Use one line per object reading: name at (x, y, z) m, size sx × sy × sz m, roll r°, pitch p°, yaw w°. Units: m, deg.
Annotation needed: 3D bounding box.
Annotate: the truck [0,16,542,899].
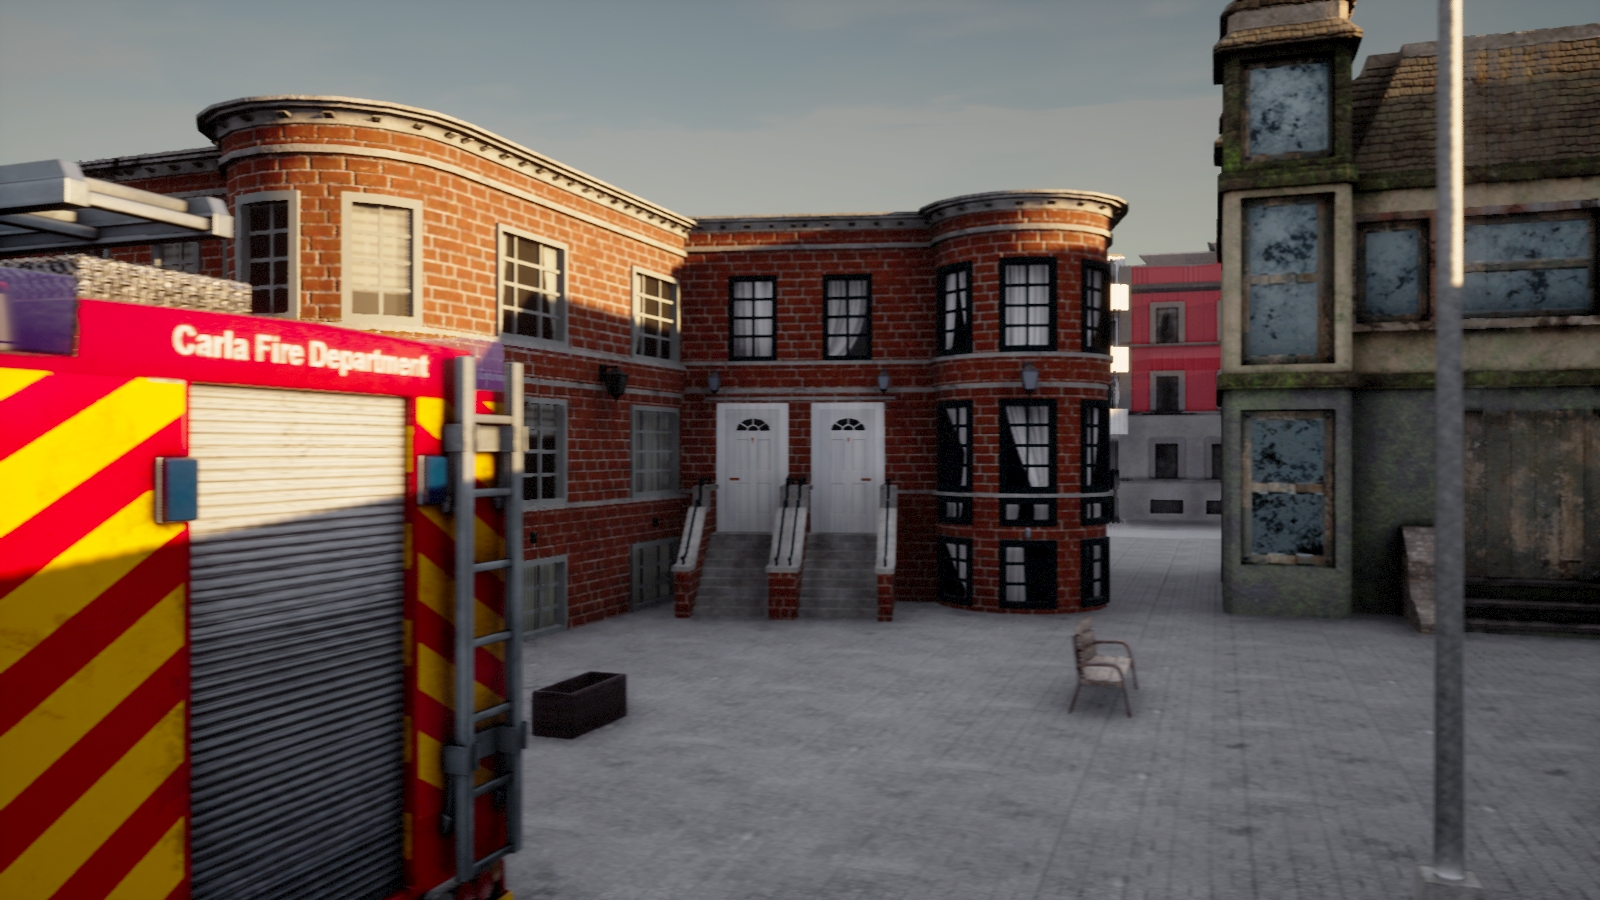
truck at (-5.817, 0.670, 5.999) m, size 8.468 × 3.827 × 2.891 m, roll 0°, pitch 0°, yaw 20°
